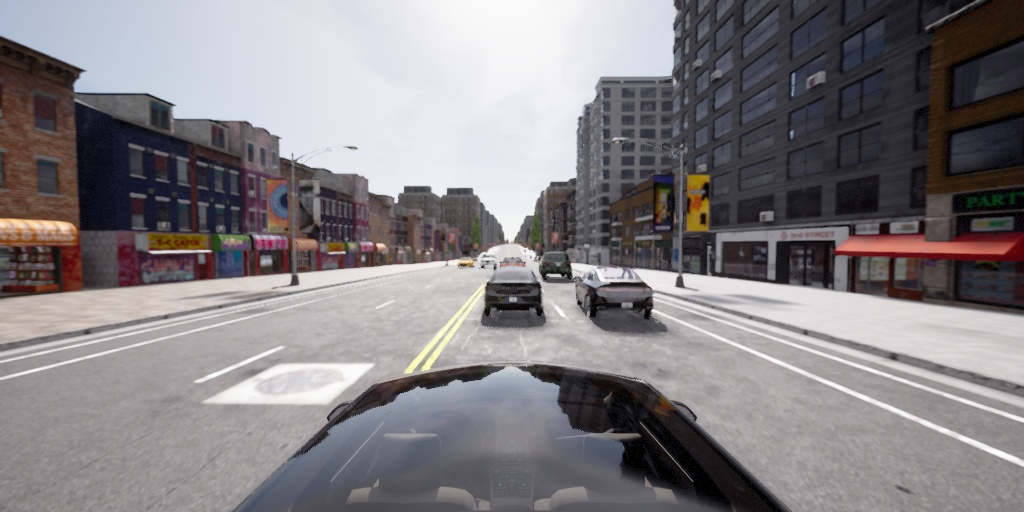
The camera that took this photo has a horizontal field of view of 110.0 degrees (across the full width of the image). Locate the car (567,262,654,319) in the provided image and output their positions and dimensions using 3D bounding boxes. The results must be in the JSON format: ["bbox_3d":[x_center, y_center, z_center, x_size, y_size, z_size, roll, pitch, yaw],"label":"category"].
[{"bbox_3d":[3.292,1.122,12.254,2.128,1.511,4.902,0,0,3],"label":"car"}]

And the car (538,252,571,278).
[{"bbox_3d":[3.310,0.702,28.094,2.150,2.045,5.566,0,1,0],"label":"car"}]

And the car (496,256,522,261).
[{"bbox_3d":[0.063,0.824,28.861,2.097,1.767,4.553,0,0,0],"label":"car"}]

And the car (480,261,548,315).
[{"bbox_3d":[0.060,1.102,13.016,1.882,1.535,5.008,0,1,1],"label":"car"}]

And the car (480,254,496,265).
[{"bbox_3d":[-3.347,0.684,51.322,2.150,2.045,5.566,0,0,0],"label":"car"}]

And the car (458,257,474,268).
[{"bbox_3d":[-6.594,0.943,51.463,1.882,1.535,5.008,0,0,0],"label":"car"}]
